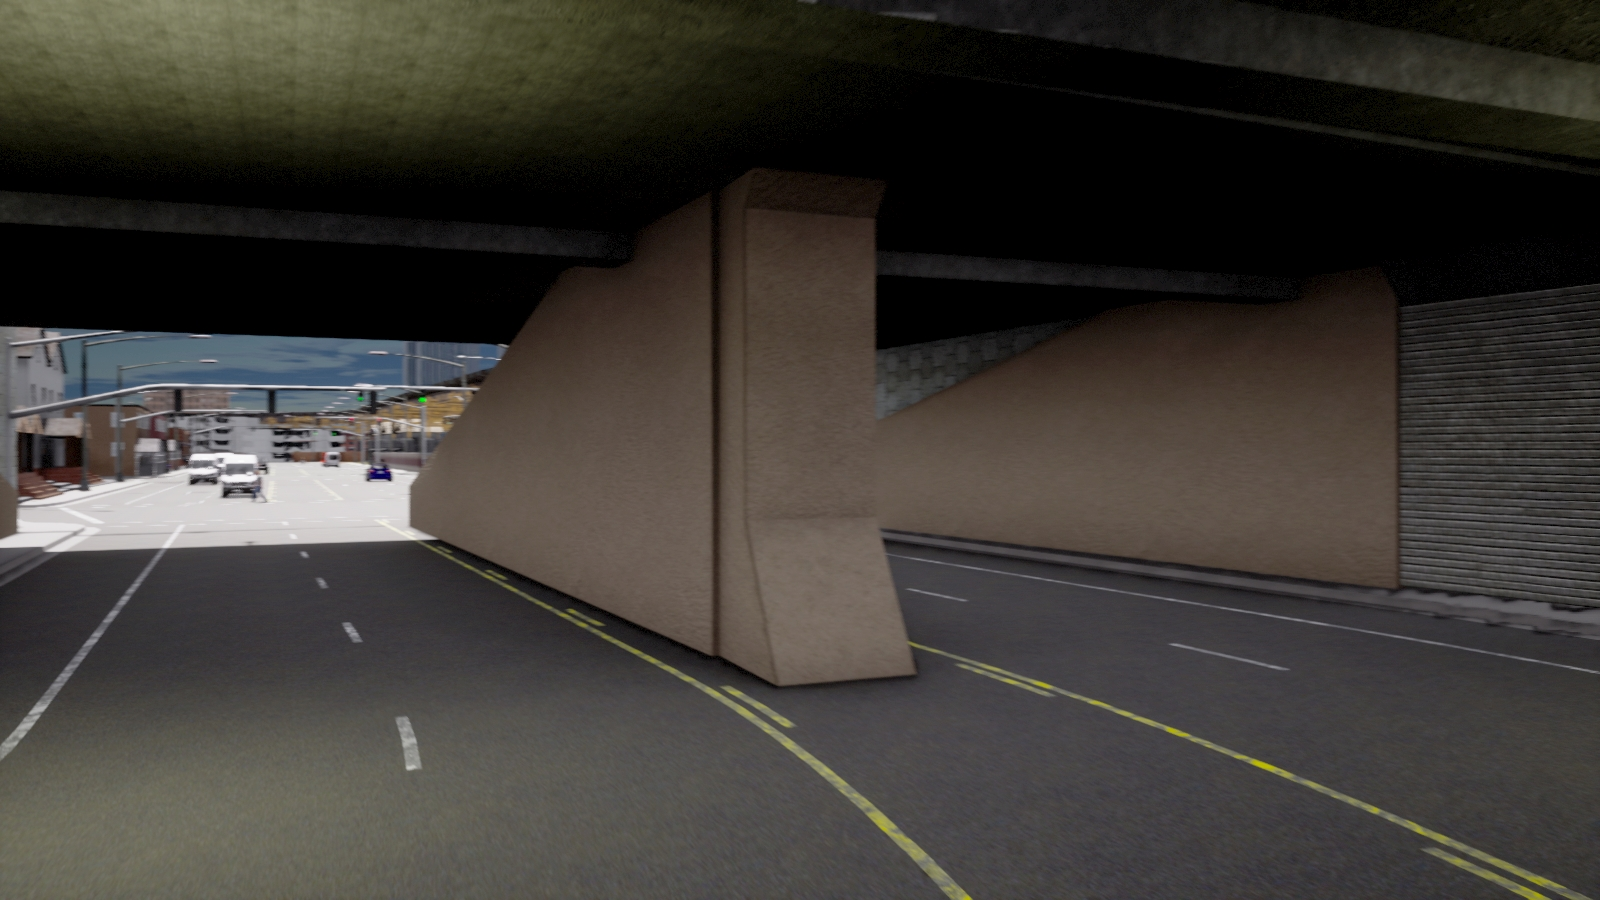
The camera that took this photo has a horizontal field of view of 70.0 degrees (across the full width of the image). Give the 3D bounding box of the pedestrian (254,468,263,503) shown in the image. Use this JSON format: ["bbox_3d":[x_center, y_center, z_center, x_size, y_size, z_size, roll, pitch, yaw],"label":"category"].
[{"bbox_3d":[-29.262,1.913,61.729,0.375,1.860,0.375,0,0,-30],"label":"pedestrian"}]
